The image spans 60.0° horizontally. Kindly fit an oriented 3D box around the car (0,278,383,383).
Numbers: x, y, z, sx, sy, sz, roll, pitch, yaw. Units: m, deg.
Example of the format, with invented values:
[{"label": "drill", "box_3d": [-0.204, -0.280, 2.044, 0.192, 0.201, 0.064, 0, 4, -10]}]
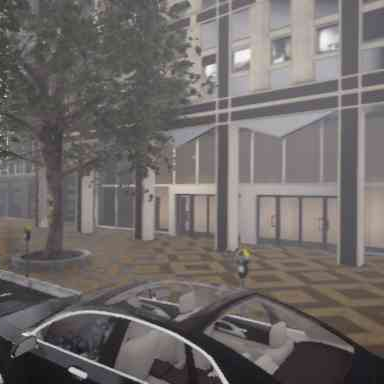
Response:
[{"label": "car", "box_3d": [-0.381, 1.543, 3.138, 4.403, 1.369, 2.008, 0, 0, 35]}]
